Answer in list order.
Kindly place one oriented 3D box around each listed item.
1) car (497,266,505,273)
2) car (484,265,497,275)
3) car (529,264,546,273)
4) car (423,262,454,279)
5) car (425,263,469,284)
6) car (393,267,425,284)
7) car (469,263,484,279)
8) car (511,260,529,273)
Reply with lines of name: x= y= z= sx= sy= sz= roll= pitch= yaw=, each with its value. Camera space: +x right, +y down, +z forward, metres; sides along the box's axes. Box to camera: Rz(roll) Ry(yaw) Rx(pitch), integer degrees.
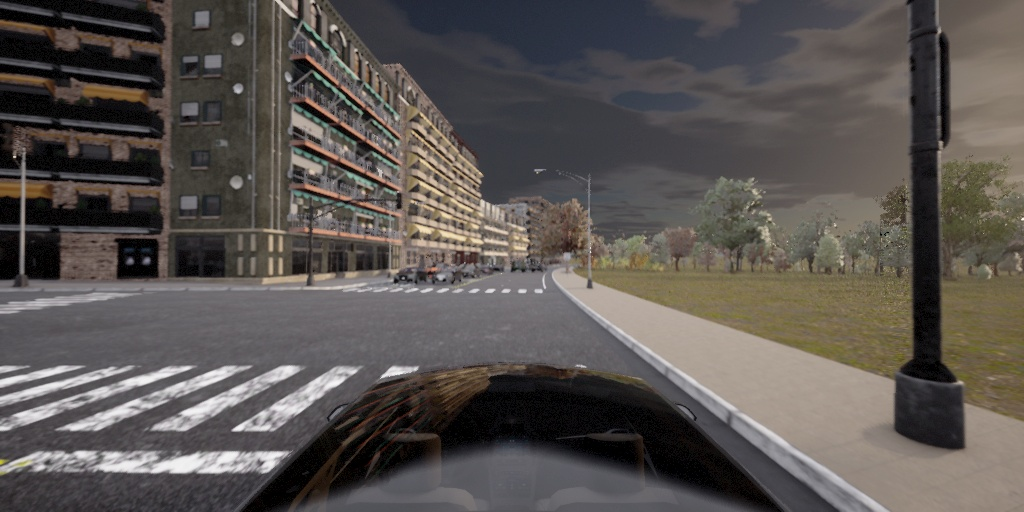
car: x=-2.465 y=2.086 z=59.375 sx=1.895 sy=1.301 sz=4.718 roll=0 pitch=-1 yaw=8
car: x=-3.758 y=1.903 z=49.321 sx=1.994 sy=1.385 sz=4.181 roll=0 pitch=-1 yaw=6
car: x=4.349 y=2.020 z=60.902 sx=1.837 sy=1.490 sz=4.892 roll=0 pitch=-1 yaw=8
car: x=-8.021 y=1.556 z=39.622 sx=2.097 sy=1.767 sz=4.553 roll=0 pitch=-1 yaw=5
car: x=-5.479 y=1.580 z=30.858 sx=2.128 sy=1.511 sz=4.902 roll=0 pitch=-1 yaw=4
car: x=-8.713 y=1.655 z=31.194 sx=1.994 sy=1.385 sz=4.181 roll=0 pitch=-1 yaw=4
car: x=-4.715 y=1.719 z=40.169 sx=1.837 sy=1.490 sz=4.892 roll=0 pitch=-1 yaw=5
car: x=1.147 y=1.730 z=60.539 sx=2.150 sy=2.045 sz=5.566 roll=0 pitch=-1 yaw=8
